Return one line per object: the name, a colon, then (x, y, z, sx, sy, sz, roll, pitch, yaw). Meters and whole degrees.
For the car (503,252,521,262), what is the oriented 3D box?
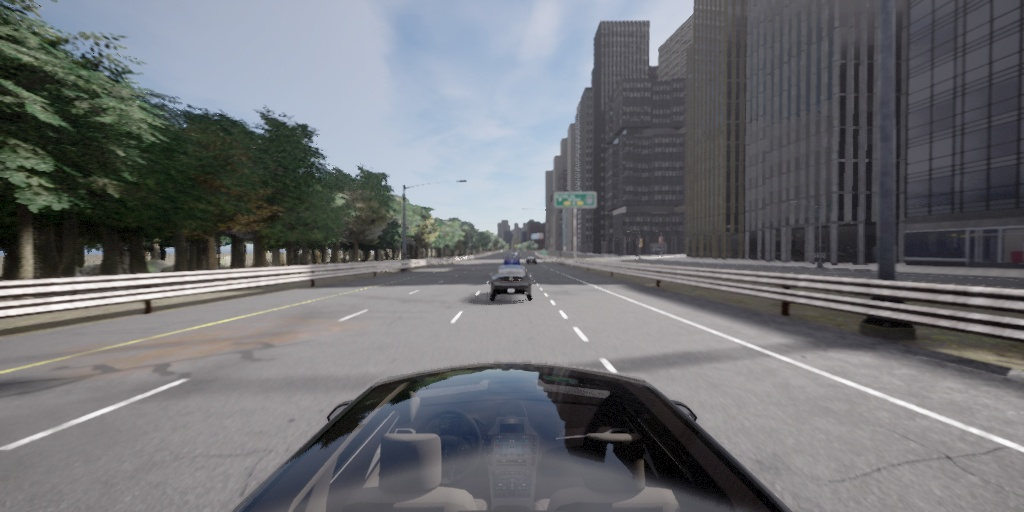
car: (0.011, 0.776, 47.673, 2.150, 2.045, 5.566, 0, 0, 0)

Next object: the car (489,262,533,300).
car: (-0.039, 1.206, 17.456, 1.837, 1.490, 4.892, 0, 0, 0)
